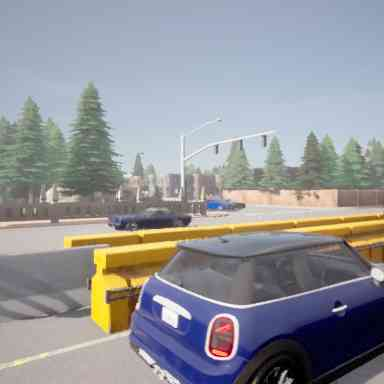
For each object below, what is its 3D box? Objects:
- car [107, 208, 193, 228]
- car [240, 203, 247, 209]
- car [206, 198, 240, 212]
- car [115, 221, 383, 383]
[{"bbox_3d":[-2.404,1.601,19.294,4.718,1.301,1.895,0,0,-34],"label":"car"},{"bbox_3d":[4.889,1.600,43.223,1.895,1.301,4.718,0,0,-35],"label":"car"},{"bbox_3d":[3.014,1.477,39.806,1.882,1.535,5.008,0,0,-35],"label":"car"},{"bbox_3d":[1.494,1.353,4.792,4.553,1.767,2.097,0,0,-35],"label":"car"}]
